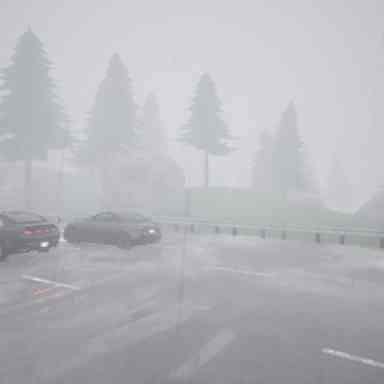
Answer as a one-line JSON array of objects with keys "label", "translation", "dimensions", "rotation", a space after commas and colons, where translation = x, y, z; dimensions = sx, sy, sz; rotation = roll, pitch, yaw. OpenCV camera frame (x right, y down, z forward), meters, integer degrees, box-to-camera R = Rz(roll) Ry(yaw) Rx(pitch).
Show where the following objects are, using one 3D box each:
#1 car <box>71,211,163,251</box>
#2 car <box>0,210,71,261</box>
[{"label": "car", "translation": [-3.271, 1.459, 13.710], "dimensions": [4.181, 1.385, 1.994], "rotation": [1, 0, 29]}, {"label": "car", "translation": [-6.835, 1.387, 11.661], "dimensions": [4.892, 1.490, 1.837], "rotation": [1, 0, 27]}]
